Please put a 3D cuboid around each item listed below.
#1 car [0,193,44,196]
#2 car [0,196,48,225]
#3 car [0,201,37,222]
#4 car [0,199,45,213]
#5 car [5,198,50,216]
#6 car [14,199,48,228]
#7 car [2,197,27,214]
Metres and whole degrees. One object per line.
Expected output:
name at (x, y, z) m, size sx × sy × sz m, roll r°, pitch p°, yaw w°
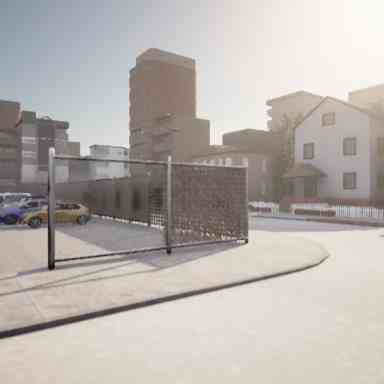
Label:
car at (-13.337, 1.211, 26.794) m, size 3.866 × 1.878 × 1.905 m, roll 0°, pitch 0°, yaw -36°
car at (-11.049, 1.316, 23.154) m, size 4.611 × 1.667 × 2.242 m, roll 0°, pitch 0°, yaw -36°
car at (-12.784, 1.420, 24.533) m, size 2.207 × 1.379 × 1.481 m, roll 0°, pitch 0°, yaw -36°
car at (-18.610, 1.443, 35.066) m, size 5.357 × 1.415 × 2.033 m, roll 0°, pitch 0°, yaw -36°
car at (-15.556, 1.381, 31.497) m, size 3.633 × 1.501 × 1.845 m, roll 0°, pitch 0°, yaw -36°
car at (-8.606, 1.384, 21.002) m, size 4.193 × 1.474 × 1.816 m, roll 0°, pitch 0°, yaw -36°
car at (-18.609, 1.371, 34.788) m, size 1.789 × 1.547 × 3.705 m, roll 0°, pitch 0°, yaw -36°
